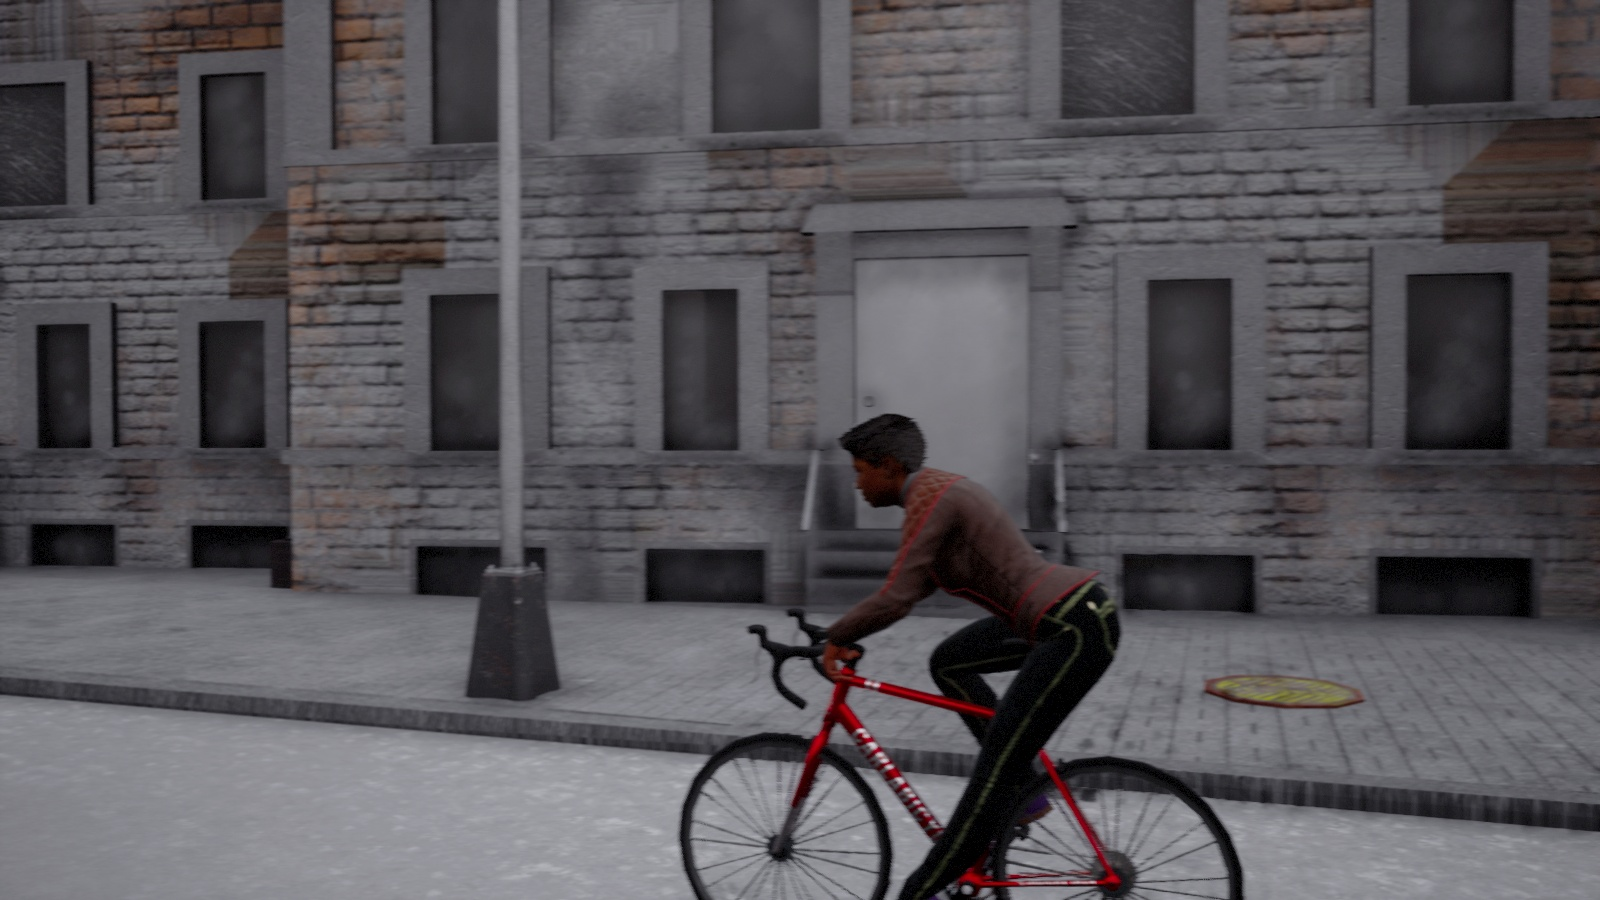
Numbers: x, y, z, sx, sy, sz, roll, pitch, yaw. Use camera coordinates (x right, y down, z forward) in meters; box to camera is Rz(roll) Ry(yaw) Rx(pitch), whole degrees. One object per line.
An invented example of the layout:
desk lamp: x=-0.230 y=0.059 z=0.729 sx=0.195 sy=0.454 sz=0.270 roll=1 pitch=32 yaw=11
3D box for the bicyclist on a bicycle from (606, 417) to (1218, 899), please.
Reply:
bicyclist on a bicycle: x=0.325 y=0.723 z=3.612 sx=1.656 sy=1.620 sz=0.582 roll=0 pitch=1 yaw=19
